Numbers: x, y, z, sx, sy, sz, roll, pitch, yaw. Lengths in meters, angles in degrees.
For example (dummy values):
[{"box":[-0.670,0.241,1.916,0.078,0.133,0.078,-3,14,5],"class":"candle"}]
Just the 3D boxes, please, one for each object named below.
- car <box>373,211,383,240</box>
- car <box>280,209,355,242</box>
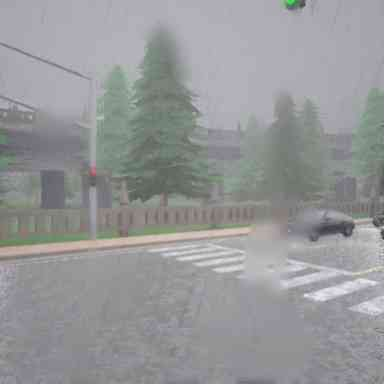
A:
[{"box":[10.977,1.610,16.041,4.674,1.442,1.812,0,-1,-35],"class":"car"},{"box":[6.619,1.629,17.275,4.674,1.442,1.812,0,-1,-34],"class":"car"}]
